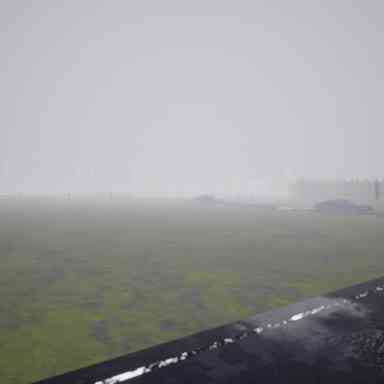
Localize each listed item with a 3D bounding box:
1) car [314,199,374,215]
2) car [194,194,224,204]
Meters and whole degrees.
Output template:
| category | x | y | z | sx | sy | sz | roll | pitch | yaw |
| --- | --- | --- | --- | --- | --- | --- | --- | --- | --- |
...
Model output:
| category | x | y | z | sx | sy | sz | roll | pitch | yaw |
| --- | --- | --- | --- | --- | --- | --- | --- | --- | --- |
| car | 14.480 | 1.349 | 32.068 | 2.033 | 1.411 | 5.357 | -1 | 1 | -36 |
| car | 2.408 | 1.037 | 48.935 | 2.033 | 1.411 | 5.357 | -1 | 1 | -35 |
